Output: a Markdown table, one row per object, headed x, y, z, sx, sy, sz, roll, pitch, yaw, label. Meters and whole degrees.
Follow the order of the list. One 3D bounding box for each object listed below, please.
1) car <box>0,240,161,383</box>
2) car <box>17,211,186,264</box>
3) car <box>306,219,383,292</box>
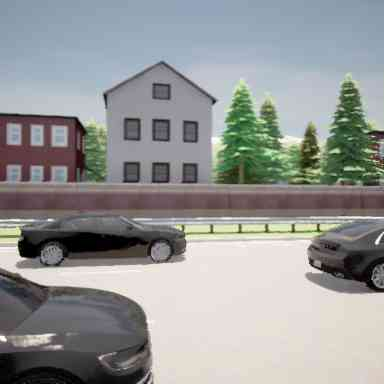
| x | y | z | sx | sy | sz | roll | pitch | yaw | label |
| --- | --- | --- | --- | --- | --- | --- | --- | --- | --- |
| -2.837 | 1.443 | 3.293 | 4.892 | 1.490 | 1.837 | 1 | 1 | -11 | car |
| -2.675 | 1.352 | 10.455 | 5.008 | 1.535 | 1.882 | 0 | 1 | -11 | car |
| 5.393 | 1.474 | 8.461 | 4.892 | 1.490 | 1.837 | 0 | 1 | -11 | car |
